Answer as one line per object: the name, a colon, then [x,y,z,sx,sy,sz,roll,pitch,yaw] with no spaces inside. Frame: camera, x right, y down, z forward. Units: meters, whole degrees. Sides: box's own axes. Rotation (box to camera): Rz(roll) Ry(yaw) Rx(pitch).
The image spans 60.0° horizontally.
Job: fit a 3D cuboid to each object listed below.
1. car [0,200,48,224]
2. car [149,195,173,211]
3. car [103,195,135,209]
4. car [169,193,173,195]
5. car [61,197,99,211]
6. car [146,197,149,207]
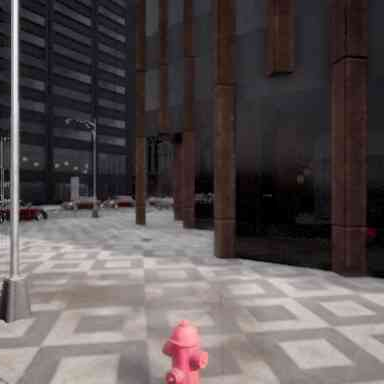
car: [-12.059,1.284,22.780,1.967,1.590,4.097,0,0,36]
car: [-2.205,1.353,36.421,2.008,1.369,4.403,0,0,36]
car: [-9.126,1.233,41.398,1.967,1.590,4.097,0,0,36]
car: [-2.557,1.082,50.491,2.192,1.841,5.009,0,0,36]
car: [-12.411,1.246,36.850,1.967,1.590,4.097,0,0,36]
car: [-5.842,1.330,45.945,2.008,1.369,4.403,0,0,36]
